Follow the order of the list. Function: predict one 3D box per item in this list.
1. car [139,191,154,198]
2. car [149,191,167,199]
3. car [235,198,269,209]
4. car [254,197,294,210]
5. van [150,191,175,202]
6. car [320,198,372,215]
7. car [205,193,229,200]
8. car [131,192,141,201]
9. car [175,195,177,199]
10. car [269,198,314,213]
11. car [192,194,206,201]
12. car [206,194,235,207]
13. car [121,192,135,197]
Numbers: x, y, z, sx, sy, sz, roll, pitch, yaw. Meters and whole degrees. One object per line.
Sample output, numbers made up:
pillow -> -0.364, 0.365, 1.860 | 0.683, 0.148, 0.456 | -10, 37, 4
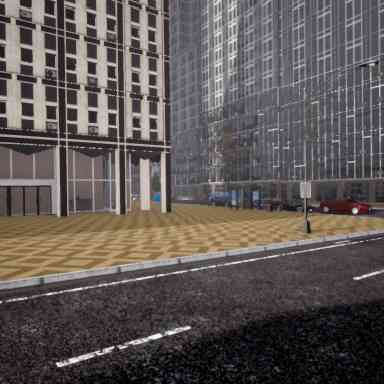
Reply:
car -> -11.183, 0.686, 82.155 | 1.967, 1.590, 4.097 | 0, 1, -34
car -> -7.973, 0.615, 77.464 | 2.192, 1.841, 5.009 | 0, 1, -34
car -> 7.492, 1.388, 39.843 | 1.802, 1.307, 4.206 | 0, 1, -34
car -> 10.048, 1.369, 40.884 | 1.895, 1.301, 4.718 | -1, 1, -35
van -> -5.256, 0.937, 58.662 | 1.690, 1.788, 3.998 | 0, 1, -34
car -> 15.266, 1.330, 33.240 | 1.882, 1.535, 5.008 | -1, 1, -34
car -> 4.403, 1.241, 49.137 | 1.994, 1.385, 4.181 | -1, 1, -34
car -> -11.678, 1.039, 68.044 | 2.008, 1.369, 4.403 | 0, 1, -34
car -> -4.762, 0.936, 72.777 | 1.802, 1.307, 4.206 | 0, 1, -34
car -> 10.689, 1.424, 35.141 | 1.947, 1.339, 4.313 | 0, 1, -34
car -> 1.659, 1.043, 63.397 | 1.802, 1.307, 4.206 | 0, 1, -34
car -> 4.330, 1.319, 44.566 | 1.947, 1.339, 4.313 | 0, 1, -34
car -> -17.604, 0.688, 91.536 | 2.008, 1.369, 4.403 | 0, 1, -34
